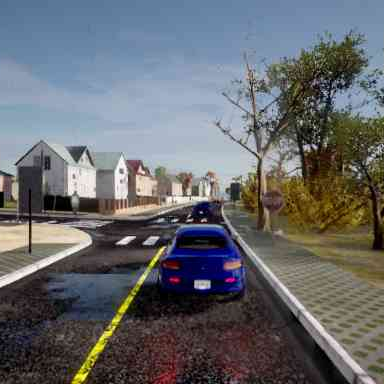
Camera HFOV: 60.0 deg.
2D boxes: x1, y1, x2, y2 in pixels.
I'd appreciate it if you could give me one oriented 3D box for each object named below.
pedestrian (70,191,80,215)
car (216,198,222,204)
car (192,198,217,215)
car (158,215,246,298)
[{"bbox_3d":[-9.160,0.804,25.993,0.375,1.860,0.375,0,-3,1],"label":"pedestrian"},{"bbox_3d":[5.407,1.932,71.513,1.895,1.301,4.718,0,0,9],"label":"car"},{"bbox_3d":[1.066,1.576,30.585,1.812,1.442,4.674,0,0,7],"label":"car"},{"bbox_3d":[0.224,1.533,8.419,1.812,1.442,4.674,0,0,1],"label":"car"}]
